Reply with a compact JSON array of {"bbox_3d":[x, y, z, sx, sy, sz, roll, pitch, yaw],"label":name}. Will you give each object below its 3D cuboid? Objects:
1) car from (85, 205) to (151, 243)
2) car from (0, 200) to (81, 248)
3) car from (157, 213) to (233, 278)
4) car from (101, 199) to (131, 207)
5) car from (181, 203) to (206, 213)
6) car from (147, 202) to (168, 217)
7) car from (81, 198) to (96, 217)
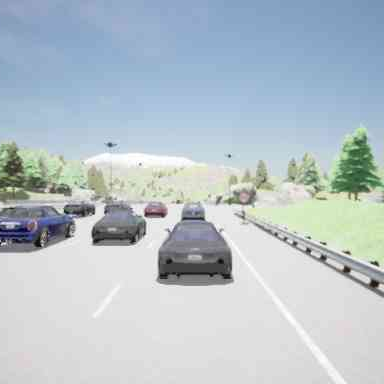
[{"bbox_3d":[-3.401,1.563,16.163,1.994,1.385,4.181,0,0,0],"label":"car"},{"bbox_3d":[-6.904,1.350,14.821,2.097,1.767,4.553,0,0,0],"label":"car"},{"bbox_3d":[0.083,1.564,10.150,1.994,1.385,4.181,0,0,0],"label":"car"},{"bbox_3d":[-6.894,1.534,31.099,2.128,1.511,4.902,0,0,0],"label":"car"},{"bbox_3d":[0.096,1.575,26.036,2.033,1.411,5.357,0,0,0],"label":"car"},{"bbox_3d":[-3.393,1.615,31.659,1.994,1.385,4.181,0,0,0],"label":"car"},{"bbox_3d":[-10.393,1.529,31.087,2.128,1.511,4.902,0,0,0],"label":"car"}]
